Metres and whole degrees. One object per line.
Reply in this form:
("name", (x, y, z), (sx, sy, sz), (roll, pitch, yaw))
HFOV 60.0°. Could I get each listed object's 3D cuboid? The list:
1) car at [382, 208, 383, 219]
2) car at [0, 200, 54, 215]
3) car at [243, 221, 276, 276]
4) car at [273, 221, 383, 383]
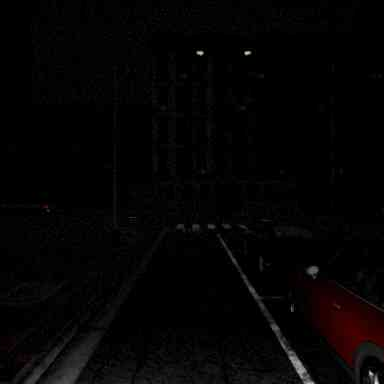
("car", (18.050, 1.632, 26.215), (5.566, 2.045, 2.150), (1, 0, 1))
("car", (-14.799, 1.333, 29.235), (4.718, 1.301, 1.895), (1, 0, 1))
("car", (2.641, 1.543, 10.067), (2.008, 1.369, 4.403), (0, 0, 0))
("car", (2.644, 1.436, 4.564), (1.967, 1.590, 4.097), (0, 0, 0))
